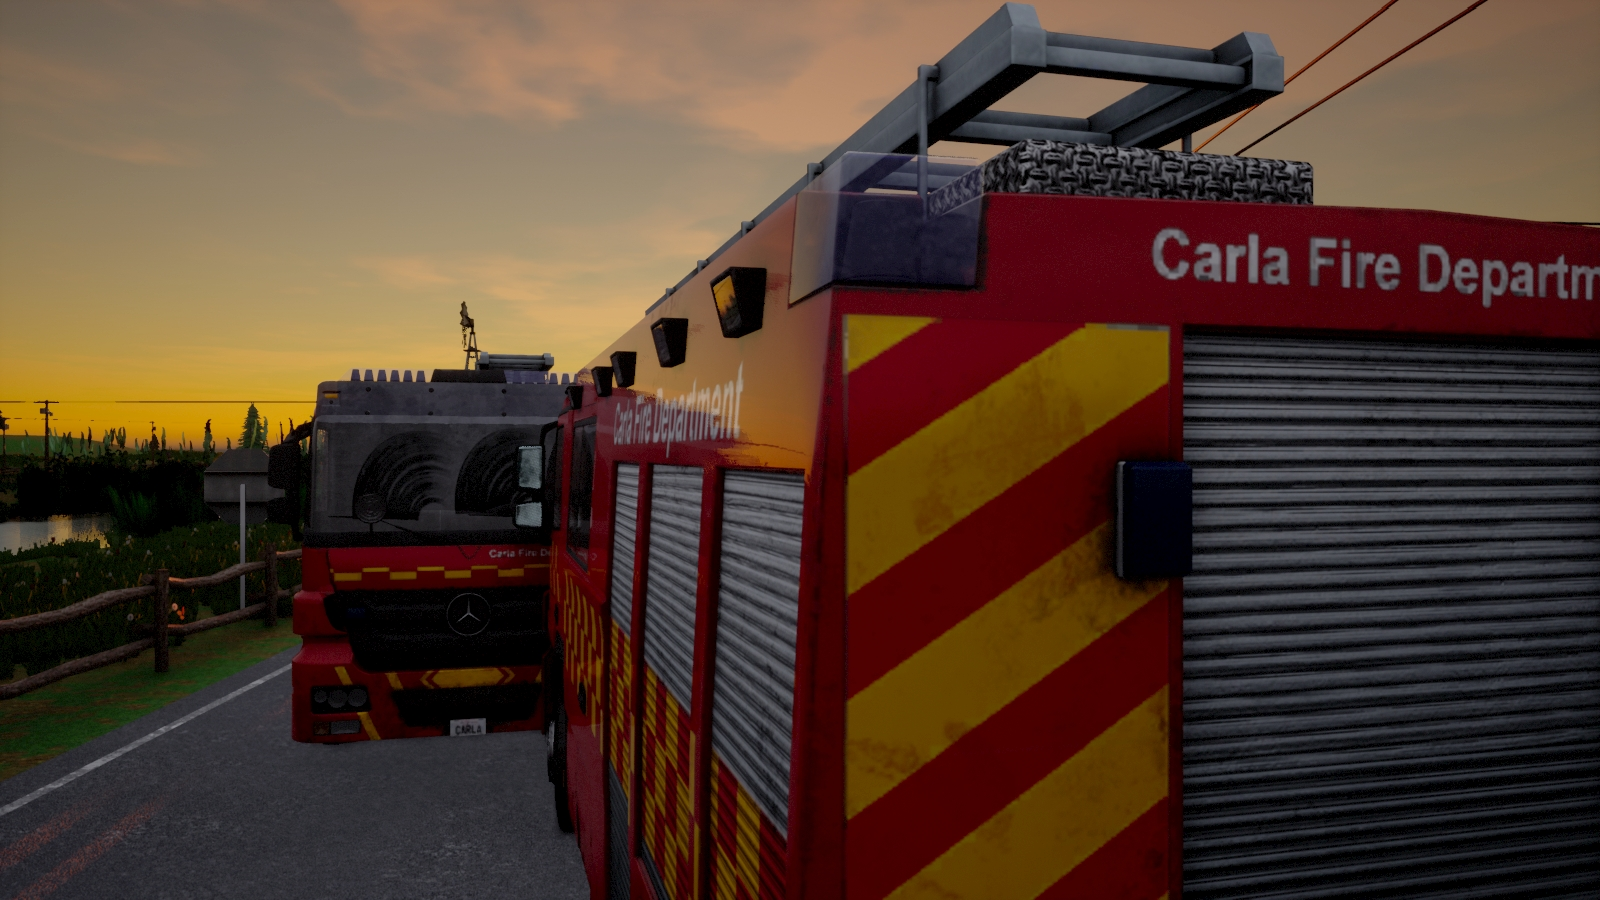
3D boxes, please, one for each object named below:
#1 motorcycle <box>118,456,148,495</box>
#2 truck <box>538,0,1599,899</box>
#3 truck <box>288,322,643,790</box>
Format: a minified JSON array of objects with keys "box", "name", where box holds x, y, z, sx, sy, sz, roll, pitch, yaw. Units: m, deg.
[{"box":[-41.452,1.577,71.056,0.803,2.348,2.033,0,0,-4],"name":"motorcycle"},{"box":[0.124,0.867,6.870,2.891,3.827,8.468,0,0,-16],"name":"truck"},{"box":[-3.935,0.862,13.803,2.891,3.827,8.468,0,0,-16],"name":"truck"}]
